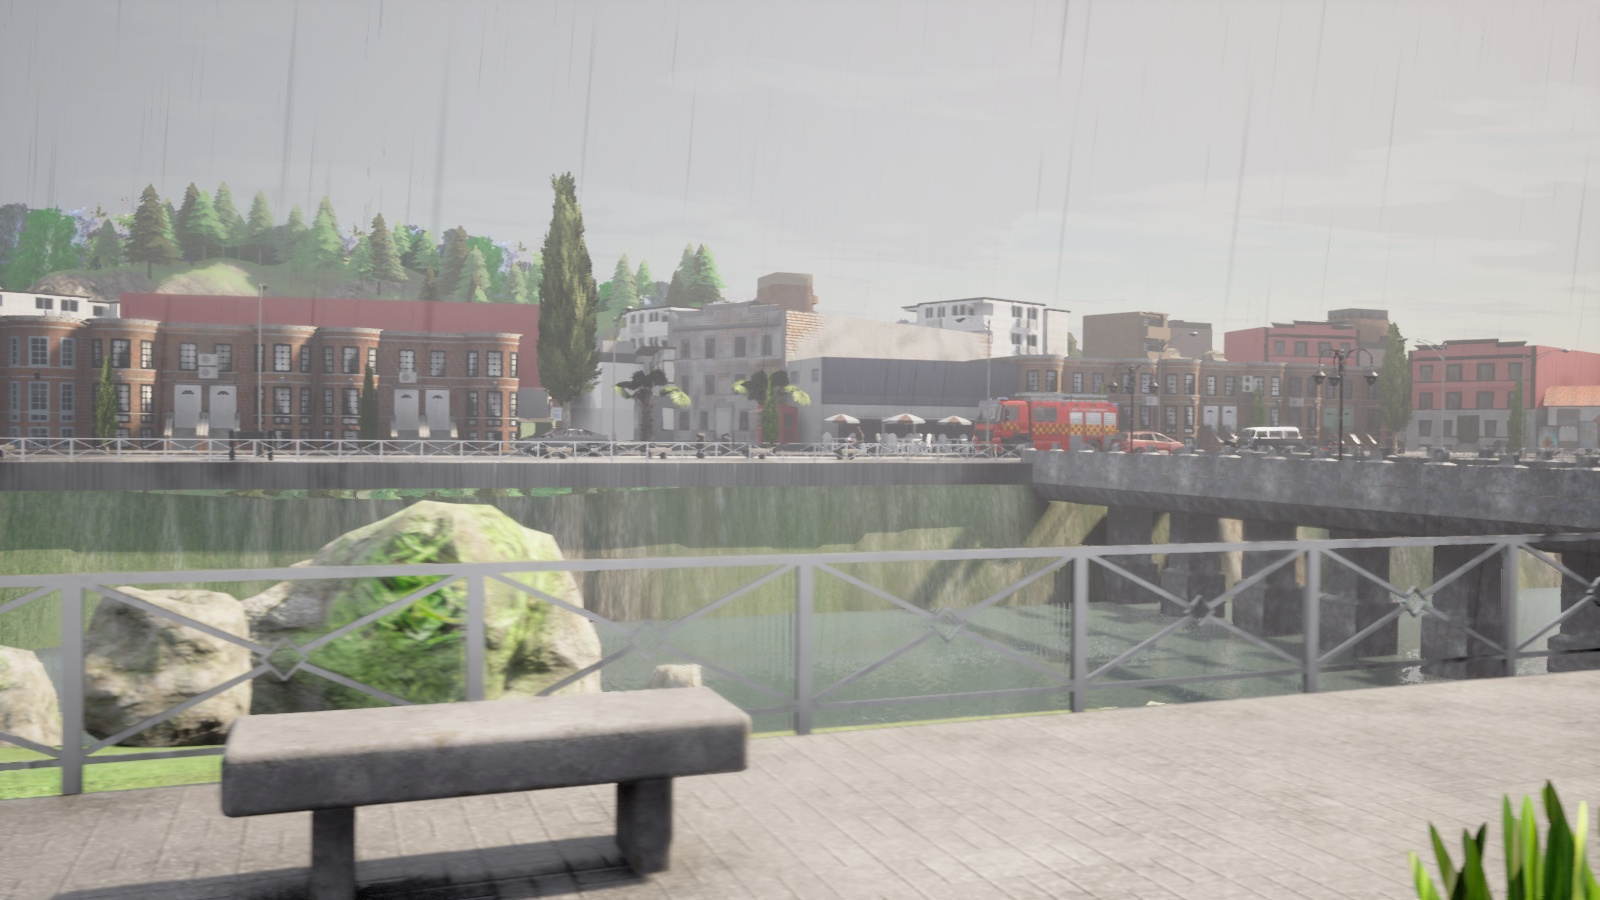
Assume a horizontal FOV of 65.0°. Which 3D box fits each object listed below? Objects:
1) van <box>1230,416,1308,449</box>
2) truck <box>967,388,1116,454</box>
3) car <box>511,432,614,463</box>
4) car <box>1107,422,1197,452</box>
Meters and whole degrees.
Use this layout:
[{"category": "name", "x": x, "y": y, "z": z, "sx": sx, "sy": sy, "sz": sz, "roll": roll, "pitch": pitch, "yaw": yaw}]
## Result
[{"category": "van", "x": 30.329, "y": -1.129, "z": 81.260, "sx": 4.480, "sy": 2.038, "sz": 2.069, "roll": -1, "pitch": 1, "yaw": -21}, {"category": "truck", "x": 14.487, "y": -1.747, "z": 75.229, "sx": 8.468, "sy": 3.827, "sz": 2.891, "roll": -1, "pitch": 1, "yaw": -21}, {"category": "car", "x": -12.314, "y": -0.171, "z": 65.059, "sx": 4.902, "sy": 1.511, "sz": 2.128, "roll": -1, "pitch": 1, "yaw": -21}, {"category": "car", "x": 20.503, "y": -0.771, "z": 73.250, "sx": 4.611, "sy": 1.667, "sz": 2.242, "roll": -1, "pitch": 1, "yaw": -21}]
